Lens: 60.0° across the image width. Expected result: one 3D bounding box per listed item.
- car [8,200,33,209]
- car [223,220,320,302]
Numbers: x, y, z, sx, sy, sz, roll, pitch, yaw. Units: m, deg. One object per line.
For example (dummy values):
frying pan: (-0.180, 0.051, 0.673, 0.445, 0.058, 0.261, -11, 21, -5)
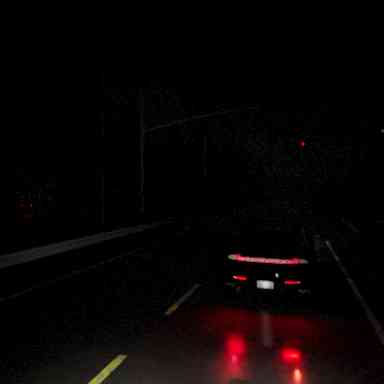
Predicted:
car: (-19.164, 1.448, 34.840, 4.718, 1.301, 1.895, 0, 0, 17)
car: (2.096, 1.447, 8.301, 2.128, 1.511, 4.902, 0, 0, 19)
